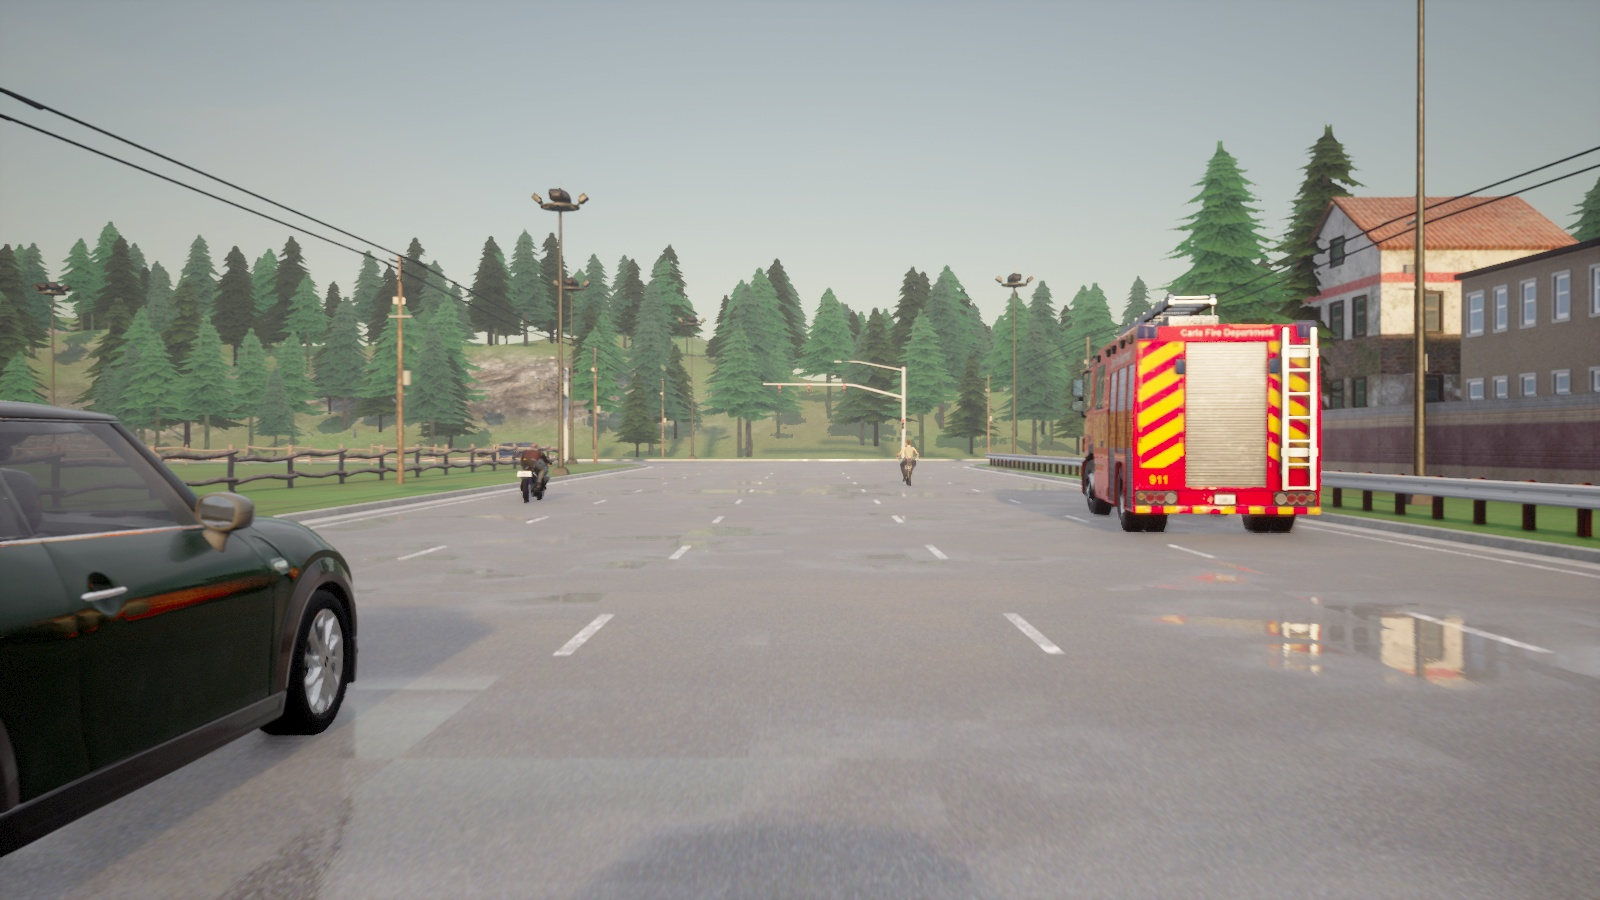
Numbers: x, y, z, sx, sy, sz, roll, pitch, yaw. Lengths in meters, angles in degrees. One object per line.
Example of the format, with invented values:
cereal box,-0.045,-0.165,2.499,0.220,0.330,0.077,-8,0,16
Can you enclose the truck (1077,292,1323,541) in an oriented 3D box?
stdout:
truck,7.128,-0.546,23.723,2.891,3.827,8.468,0,0,7

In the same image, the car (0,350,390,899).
car,-3.456,0.573,5.054,2.097,1.767,4.553,0,0,0

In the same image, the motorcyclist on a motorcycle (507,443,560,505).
motorcyclist on a motorcycle,-6.801,0.595,32.159,0.866,1.530,2.191,0,0,0
